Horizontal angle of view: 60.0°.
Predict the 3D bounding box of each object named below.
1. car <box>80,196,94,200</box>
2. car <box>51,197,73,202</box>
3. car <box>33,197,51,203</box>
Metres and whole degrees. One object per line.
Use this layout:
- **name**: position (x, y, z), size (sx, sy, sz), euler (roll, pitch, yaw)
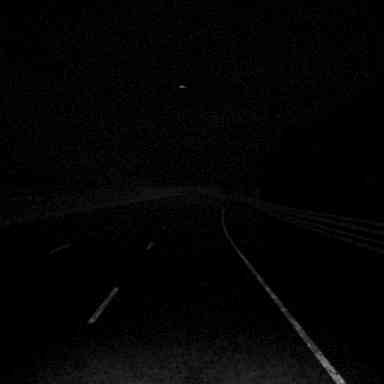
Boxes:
- **car**: position (-17.518, 1.470, 55.191), size (1.882, 1.535, 5.008), euler (0, 0, 1)
- **car**: position (-21.017, 1.556, 55.107), size (1.994, 1.385, 4.181), euler (0, 0, 1)
- **car**: position (-24.515, 1.556, 55.030), size (1.994, 1.385, 4.181), euler (0, 0, 1)
